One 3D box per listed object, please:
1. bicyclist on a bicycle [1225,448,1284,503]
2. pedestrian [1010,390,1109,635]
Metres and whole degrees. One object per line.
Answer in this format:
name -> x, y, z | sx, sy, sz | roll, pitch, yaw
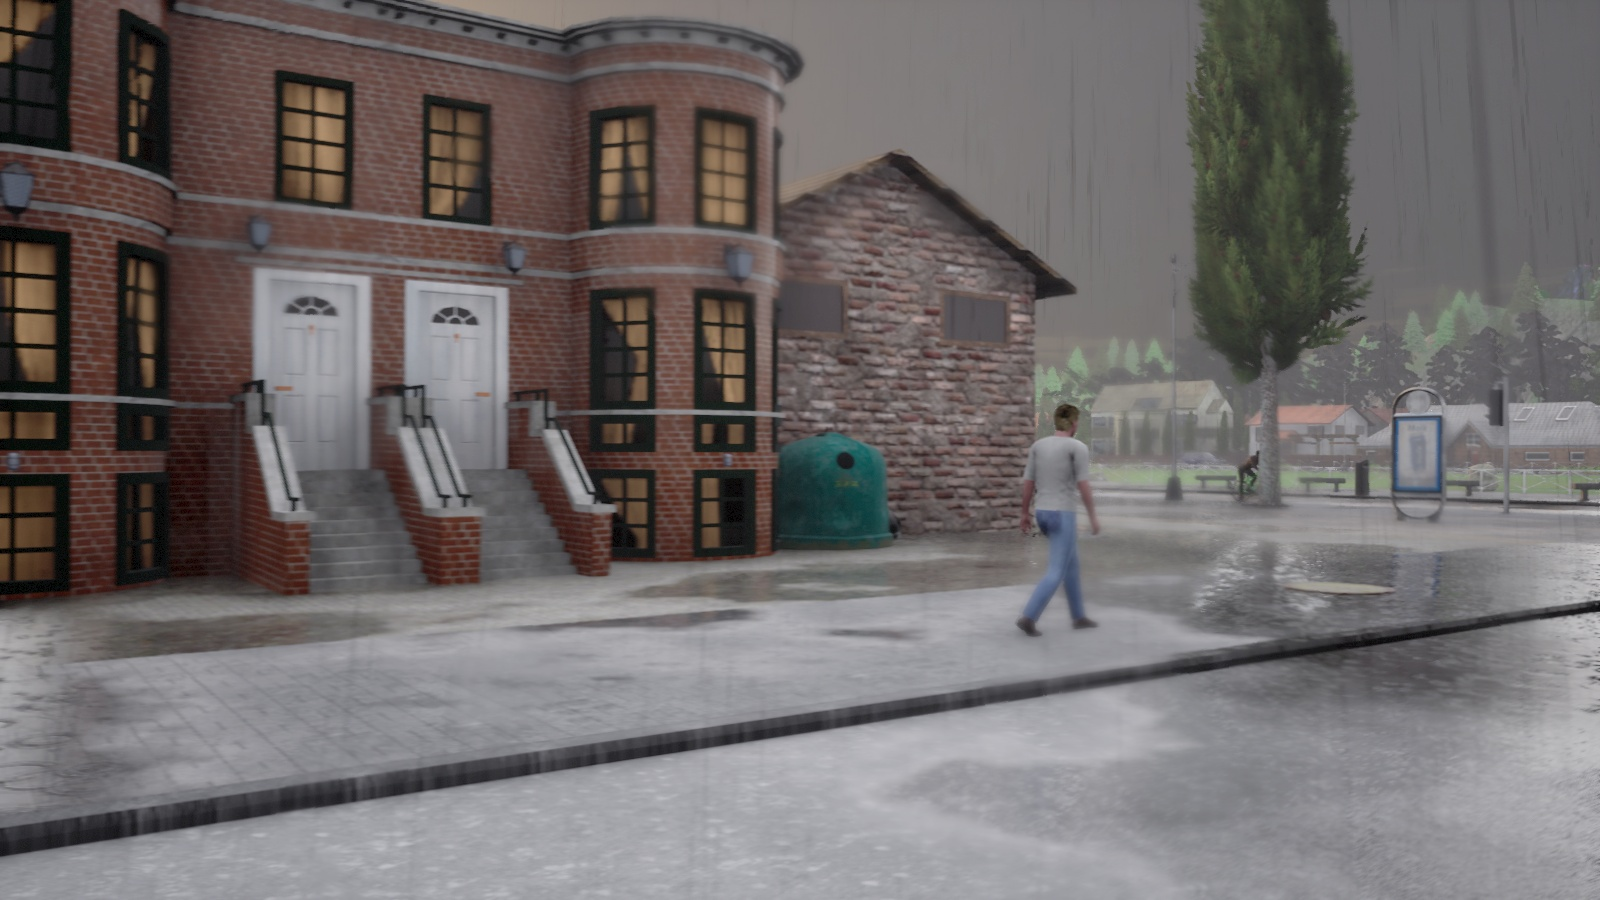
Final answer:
bicyclist on a bicycle -> 13.890, 0.762, 38.438 | 0.582, 1.620, 1.656 | 0, 0, -35
pedestrian -> 2.012, 0.467, 9.730 | 0.706, 1.836, 0.354 | 0, 0, -34
